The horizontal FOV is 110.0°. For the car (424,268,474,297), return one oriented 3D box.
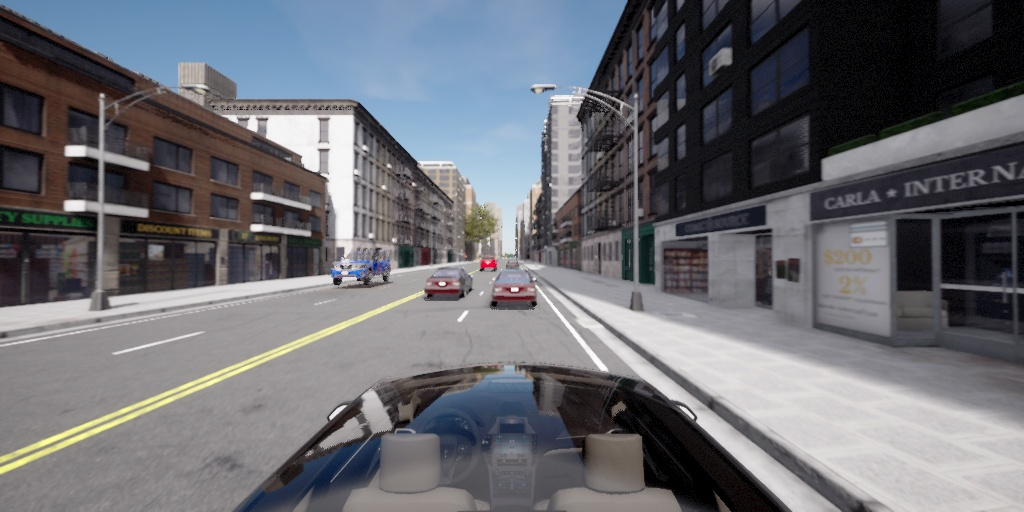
[{"bbox_3d":[-3.153,1.306,18.705,2.033,1.411,5.357,0,0,0],"label":"car"}]

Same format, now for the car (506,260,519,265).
[{"bbox_3d":[0.089,1.287,50.038,2.128,1.511,4.902,0,0,0],"label":"car"}]

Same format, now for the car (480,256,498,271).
[{"bbox_3d":[-3.161,1.017,49.493,2.150,2.045,5.566,0,0,0],"label":"car"}]

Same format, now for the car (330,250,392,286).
[{"bbox_3d":[-9.755,0.642,23.696,2.150,2.045,5.566,0,0,0],"label":"car"}]

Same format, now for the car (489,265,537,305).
[{"bbox_3d":[0.095,1.304,15.938,2.033,1.411,5.357,0,0,0],"label":"car"}]
